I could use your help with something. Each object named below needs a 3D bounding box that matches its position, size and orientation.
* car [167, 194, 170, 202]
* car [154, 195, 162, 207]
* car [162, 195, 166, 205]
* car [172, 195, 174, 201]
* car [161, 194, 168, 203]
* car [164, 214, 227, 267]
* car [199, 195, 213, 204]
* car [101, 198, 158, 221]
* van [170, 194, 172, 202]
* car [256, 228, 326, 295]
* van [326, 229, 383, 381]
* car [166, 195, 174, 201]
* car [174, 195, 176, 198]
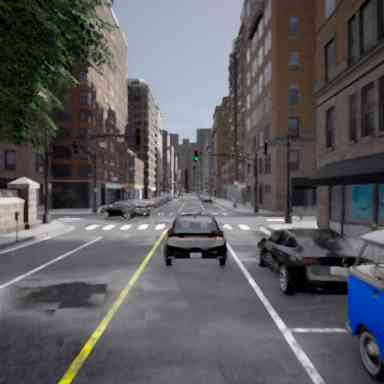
[{"bbox_3d":[-5.656,1.524,62.898,1.887,1.381,4.507,0,0,0],"label":"car"},{"bbox_3d":[-5.660,1.505,46.376,1.752,1.417,4.829,0,0,0],"label":"car"},{"bbox_3d":[-5.658,1.530,51.996,2.008,1.369,4.403,0,0,0],"label":"car"},{"bbox_3d":[-5.654,1.534,73.800,2.008,1.369,4.403,0,0,0],"label":"car"},{"bbox_3d":[-5.657,1.524,57.448,1.887,1.381,4.507,0,0,0],"label":"car"},{"bbox_3d":[0.102,1.489,11.372,2.128,1.511,4.902,0,0,0],"label":"car"},{"bbox_3d":[2.868,1.420,62.932,1.967,1.590,4.097,0,0,0],"label":"car"},{"bbox_3d":[-5.485,1.476,27.150,4.902,1.511,2.128,0,-1,40],"label":"car"},{"bbox_3d":[-5.655,1.322,68.349,1.690,1.788,3.998,0,0,0],"label":"van"},{"bbox_3d":[2.858,1.565,8.556,1.947,1.339,4.313,0,0,0],"label":"car"},{"bbox_3d":[2.856,1.341,2.895,1.690,1.788,3.998,0,0,0],"label":"van"},{"bbox_3d":[-5.652,1.516,84.532,1.752,1.417,4.829,0,0,0],"label":"car"},{"bbox_3d":[-5.653,1.302,79.251,2.192,1.841,5.009,0,0,0],"label":"car"}]
